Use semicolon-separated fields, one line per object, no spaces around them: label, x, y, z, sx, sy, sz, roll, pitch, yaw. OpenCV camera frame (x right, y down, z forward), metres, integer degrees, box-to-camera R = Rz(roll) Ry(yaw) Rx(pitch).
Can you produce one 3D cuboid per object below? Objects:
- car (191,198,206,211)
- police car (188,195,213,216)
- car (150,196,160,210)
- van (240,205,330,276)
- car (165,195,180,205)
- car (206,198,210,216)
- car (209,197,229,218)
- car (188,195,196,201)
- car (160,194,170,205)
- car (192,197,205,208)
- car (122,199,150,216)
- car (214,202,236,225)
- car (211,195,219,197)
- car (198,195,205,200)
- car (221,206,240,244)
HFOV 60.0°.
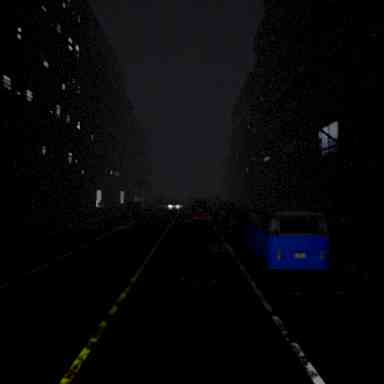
car;0.838;1.559;43.157;1.812;1.442;4.674;0;0;0
police car;0.758;1.452;33.269;1.930;1.638;5.238;0;0;0
car;-5.685;1.559;43.772;1.752;1.417;4.829;0;0;0
van;2.693;1.350;10.120;1.690;1.788;3.998;0;0;0
car;-3.055;1.602;57.357;1.994;1.385;4.181;0;0;0
car;2.695;1.577;32.665;2.008;1.369;4.403;0;0;0
car;2.694;1.463;27.029;1.967;1.590;4.097;0;0;0
car;0.007;1.446;83.710;1.812;1.442;4.674;0;0;0
car;-5.684;1.481;60.852;1.967;1.590;4.097;0;0;0
car;0.904;1.513;49.162;1.882;1.535;5.008;0;0;0
car;-5.687;1.593;32.669;1.947;1.339;4.313;0;0;0
car;2.693;1.563;21.392;1.887;1.381;4.507;0;0;0
car;2.697;1.348;43.938;2.192;1.841;5.009;0;0;0
car;2.700;1.577;94.836;1.752;1.417;4.829;0;0;0
car;2.692;1.580;15.756;1.947;1.339;4.313;0;0;0
